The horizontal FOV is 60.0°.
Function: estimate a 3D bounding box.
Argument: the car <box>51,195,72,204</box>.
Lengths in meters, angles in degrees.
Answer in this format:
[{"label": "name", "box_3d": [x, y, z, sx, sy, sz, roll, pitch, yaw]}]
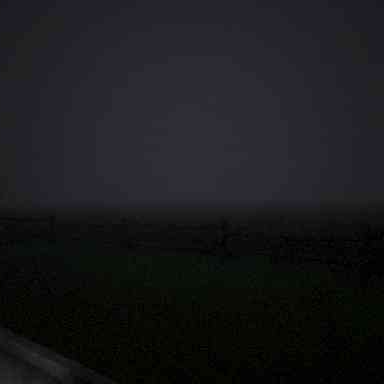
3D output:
[{"label": "car", "box_3d": [-32.122, 2.225, 82.651, 1.812, 1.442, 4.674, 0, 0, 10]}]

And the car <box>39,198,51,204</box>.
[{"label": "car", "box_3d": [-35.656, 2.275, 82.784, 2.033, 1.411, 5.357, 0, 0, 10]}]

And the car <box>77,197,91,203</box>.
[{"label": "car", "box_3d": [-25.331, 2.143, 80.877, 1.837, 1.490, 4.892, 0, 0, 10]}]

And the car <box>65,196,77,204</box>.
[{"label": "car", "box_3d": [-28.697, 2.236, 81.922, 1.994, 1.385, 4.181, 0, 0, 10]}]

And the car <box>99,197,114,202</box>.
[{"label": "car", "box_3d": [-23.440, 2.082, 91.125, 2.033, 1.411, 5.357, 0, 0, 10]}]

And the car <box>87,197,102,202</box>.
[{"label": "car", "box_3d": [-26.882, 2.048, 91.760, 1.882, 1.535, 5.008, 0, 0, 10]}]

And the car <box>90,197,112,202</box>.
[{"label": "car", "box_3d": [-21.889, 2.115, 80.242, 1.837, 1.490, 4.892, 0, 0, 10]}]

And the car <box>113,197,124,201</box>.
[{"label": "car", "box_3d": [-19.998, 2.055, 90.489, 2.033, 1.411, 5.357, 0, 0, 10]}]
